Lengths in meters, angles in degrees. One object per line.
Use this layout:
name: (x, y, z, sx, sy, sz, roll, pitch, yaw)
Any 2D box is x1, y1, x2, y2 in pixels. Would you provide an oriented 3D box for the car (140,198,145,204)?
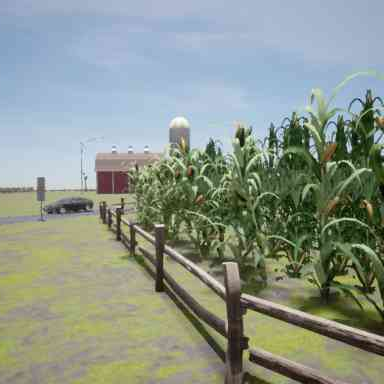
car: (-4.391, 0.653, 42.913, 2.150, 2.045, 5.566, -1, 1, 26)

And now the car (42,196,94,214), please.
car: (-11.249, 1.184, 30.435, 1.837, 1.490, 4.892, -1, 1, 30)
